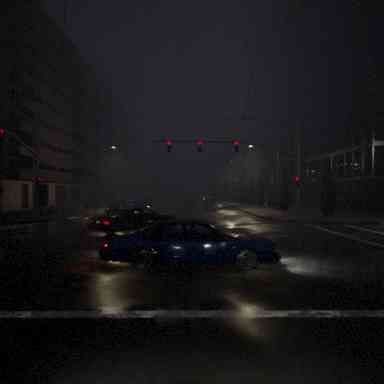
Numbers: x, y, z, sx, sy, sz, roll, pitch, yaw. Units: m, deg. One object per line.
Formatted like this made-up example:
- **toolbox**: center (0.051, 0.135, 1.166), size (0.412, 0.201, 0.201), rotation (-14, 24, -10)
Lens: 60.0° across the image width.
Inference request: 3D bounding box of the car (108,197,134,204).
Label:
- **car**: center (-7.488, 1.520, 34.132), size (1.812, 1.442, 4.674), rotation (0, 0, 0)

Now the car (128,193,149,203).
- **car**: center (-7.480, 1.214, 44.042), size (2.150, 2.045, 5.566), rotation (0, 0, 1)

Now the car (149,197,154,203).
- **car**: center (-7.375, 1.538, 54.506), size (2.033, 1.411, 5.357), rotation (0, 0, 1)

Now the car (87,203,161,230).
- **car**: center (-3.205, 1.570, 18.813), size (2.033, 1.411, 5.357), rotation (0, 0, 40)

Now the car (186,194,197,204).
- **car**: center (-0.079, 1.553, 64.533), size (1.994, 1.385, 4.181), rotation (0, 0, 0)

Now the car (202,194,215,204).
- **car**: center (3.419, 1.480, 64.627), size (2.128, 1.511, 4.902), rotation (0, 0, 1)

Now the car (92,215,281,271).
- **car**: center (-0.080, 1.570, 10.411), size (5.357, 1.411, 2.033), rotation (0, 0, 0)

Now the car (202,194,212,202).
- **car**: center (3.418, 1.342, 74.492), size (2.097, 1.767, 4.553), rotation (0, 0, 1)
